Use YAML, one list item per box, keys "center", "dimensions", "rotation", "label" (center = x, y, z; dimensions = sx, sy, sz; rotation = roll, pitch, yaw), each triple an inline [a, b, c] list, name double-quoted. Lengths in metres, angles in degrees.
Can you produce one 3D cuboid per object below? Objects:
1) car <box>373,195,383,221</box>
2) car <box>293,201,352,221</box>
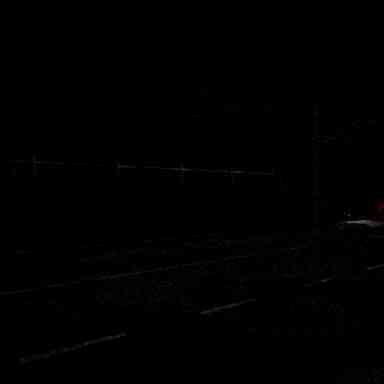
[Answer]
- center: [16.979, 1.255, 25.599]
  dimensions: [2.150, 2.045, 5.566]
  rotation: [0, -1, -36]
  label: "car"
- center: [10.893, 1.559, 28.070]
  dimensions: [1.837, 1.490, 4.892]
  rotation: [0, 0, -36]
  label: "car"
